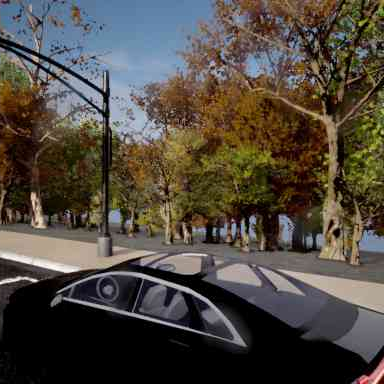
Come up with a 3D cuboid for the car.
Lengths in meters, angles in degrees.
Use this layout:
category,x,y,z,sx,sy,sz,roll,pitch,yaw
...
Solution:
category,x,y,z,sx,sy,sz,roll,pitch,yaw
car,-0.365,1.491,3.952,4.902,1.511,2.128,0,0,36
